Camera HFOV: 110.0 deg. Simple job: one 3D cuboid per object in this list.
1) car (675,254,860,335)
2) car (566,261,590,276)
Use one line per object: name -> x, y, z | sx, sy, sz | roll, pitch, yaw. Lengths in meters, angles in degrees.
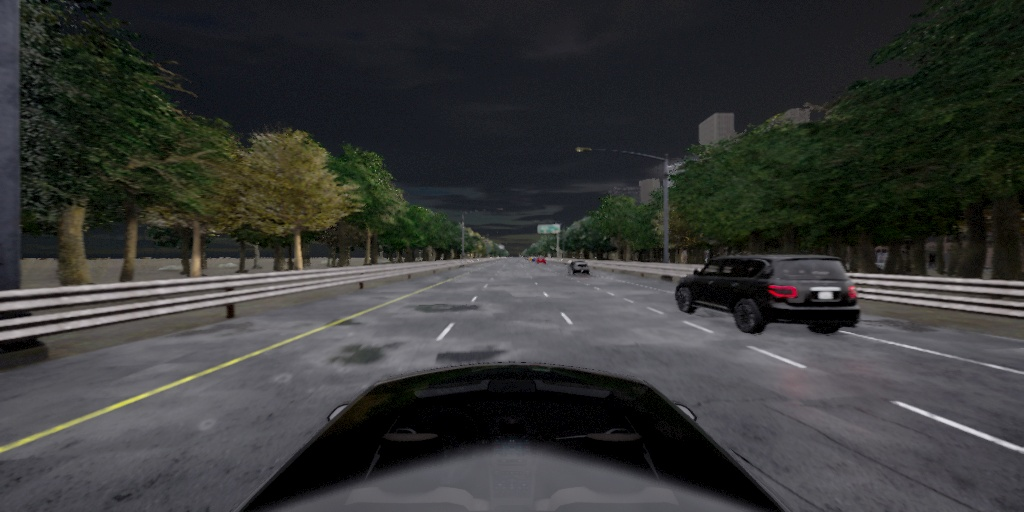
car -> 6.996, 0.978, 10.676 | 2.150, 2.045, 5.566 | 0, 0, 0
car -> 7.039, 1.282, 38.440 | 1.837, 1.490, 4.892 | 0, 0, 0
